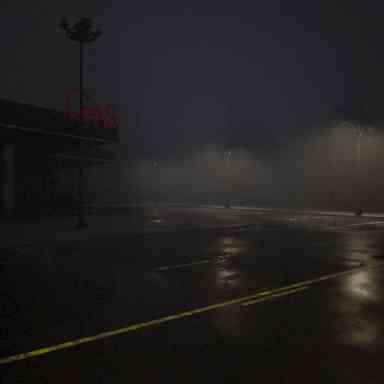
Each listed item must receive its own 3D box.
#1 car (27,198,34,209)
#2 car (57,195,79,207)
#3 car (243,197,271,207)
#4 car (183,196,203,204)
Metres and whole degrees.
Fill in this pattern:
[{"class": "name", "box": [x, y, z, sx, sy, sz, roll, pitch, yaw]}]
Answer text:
[{"class": "car", "box": [-22.029, 1.456, 43.590, 1.970, 1.475, 3.806, 0, 0, -35]}, {"class": "car", "box": [-17.819, 1.295, 47.573, 2.242, 1.667, 4.611, 0, 0, -35]}, {"class": "car", "box": [10.015, 1.504, 51.400, 1.837, 1.490, 4.892, 0, 0, -36]}, {"class": "car", "box": [0.210, 1.477, 64.980, 1.882, 1.535, 5.008, 0, 0, -36]}]
